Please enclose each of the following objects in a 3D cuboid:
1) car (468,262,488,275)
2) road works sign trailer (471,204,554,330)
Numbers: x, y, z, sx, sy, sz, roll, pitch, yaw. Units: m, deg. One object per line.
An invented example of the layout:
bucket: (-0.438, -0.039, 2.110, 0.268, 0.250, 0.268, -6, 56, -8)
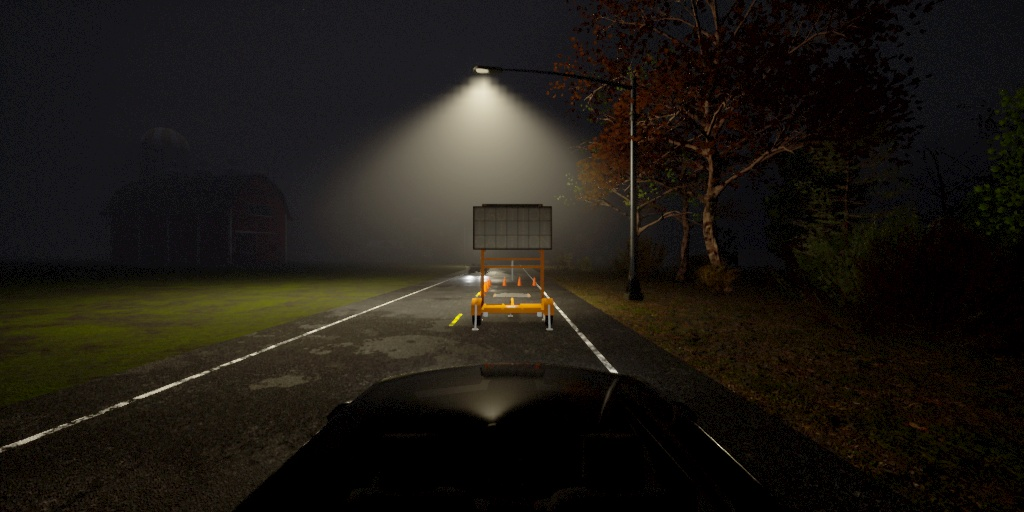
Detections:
car: (-3.606, 1.334, 38.549, 1.895, 1.301, 4.718, 0, 0, 0)
road works sign trailer: (0.012, 0.211, 11.053, 2.380, 3.560, 2.880, 0, 0, 0)
